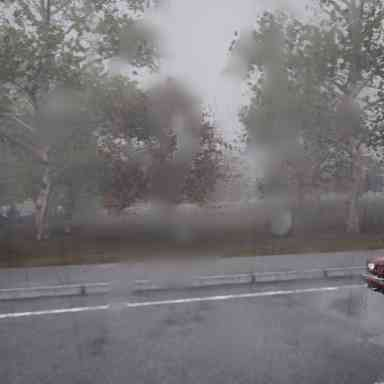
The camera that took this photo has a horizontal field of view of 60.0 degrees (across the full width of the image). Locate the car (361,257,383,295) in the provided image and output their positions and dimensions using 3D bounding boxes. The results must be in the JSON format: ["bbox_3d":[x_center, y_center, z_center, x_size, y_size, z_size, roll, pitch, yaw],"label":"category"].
[{"bbox_3d":[5.805,1.527,6.313,4.718,1.301,1.895,-1,0,-11],"label":"car"}]

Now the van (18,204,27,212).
[{"bbox_3d":[-44.236,4.000,83.495,1.878,1.987,4.442,1,-2,1],"label":"van"}]

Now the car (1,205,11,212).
[{"bbox_3d":[-44.318,3.770,78.042,2.435,2.045,5.566,1,-2,1],"label":"car"}]
